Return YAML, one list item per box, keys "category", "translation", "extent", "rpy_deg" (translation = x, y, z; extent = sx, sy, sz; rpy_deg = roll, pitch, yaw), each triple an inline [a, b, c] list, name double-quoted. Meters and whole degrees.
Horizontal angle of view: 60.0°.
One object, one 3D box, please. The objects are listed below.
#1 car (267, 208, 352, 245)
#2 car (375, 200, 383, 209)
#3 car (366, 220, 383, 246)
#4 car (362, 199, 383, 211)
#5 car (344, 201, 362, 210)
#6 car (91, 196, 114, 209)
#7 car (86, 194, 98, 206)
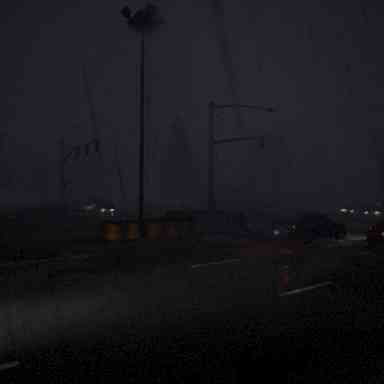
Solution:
- category: "car"
  translation: [5.705, 1.679, 16.428]
  extent: [4.674, 1.442, 1.812]
  rpy_deg: [1, 0, -36]
- category: "car"
  translation: [34.085, 2.136, 58.170]
  extent: [4.181, 1.385, 1.994]
  rpy_deg: [0, 0, -35]
- category: "car"
  translation: [9.702, 1.743, 14.963]
  extent: [4.181, 1.385, 1.994]
  rpy_deg: [1, 0, -35]
- category: "car"
  translation: [27.892, 1.864, 49.546]
  extent: [4.553, 1.767, 2.097]
  rpy_deg: [0, 0, -35]
- category: "car"
  translation: [25.848, 2.076, 52.388]
  extent: [4.181, 1.385, 1.994]
  rpy_deg: [0, 0, -35]
- category: "car"
  translation: [-13.084, 1.737, 49.430]
  extent: [2.033, 1.411, 5.357]
  rpy_deg: [1, 0, -28]
- category: "car"
  translation: [-17.409, 1.430, 58.656]
  extent: [2.150, 2.045, 5.566]
  rpy_deg: [1, 0, -22]
